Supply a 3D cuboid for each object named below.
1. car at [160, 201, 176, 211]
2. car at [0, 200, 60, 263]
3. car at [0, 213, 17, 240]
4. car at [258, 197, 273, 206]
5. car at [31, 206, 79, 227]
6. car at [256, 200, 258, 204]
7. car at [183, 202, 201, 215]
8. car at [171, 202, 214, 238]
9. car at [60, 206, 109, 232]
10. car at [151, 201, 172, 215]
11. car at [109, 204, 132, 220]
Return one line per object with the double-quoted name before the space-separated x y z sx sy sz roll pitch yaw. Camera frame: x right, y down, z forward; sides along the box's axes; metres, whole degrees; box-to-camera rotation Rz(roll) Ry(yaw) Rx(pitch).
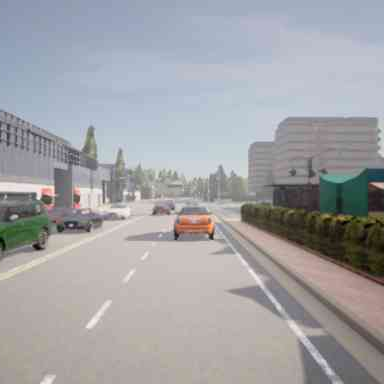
"car" -3.494 2.057 49.207 1.994 1.385 4.181 0 -1 0
"car" -7.096 1.343 12.045 2.150 2.045 5.566 0 -1 1
"car" -10.586 1.762 15.977 1.895 1.301 4.718 0 -1 0
"car" 14.286 1.744 58.590 3.866 1.878 1.905 0 -1 -2
"car" -10.547 1.824 25.926 1.994 1.385 4.181 0 -1 0
"car" 14.266 1.770 61.484 4.605 1.855 1.932 0 -1 -2
"car" 0.020 1.957 40.815 2.033 1.411 5.357 0 -1 0
"car" 0.099 1.543 18.955 2.097 1.767 4.553 0 -1 0
"car" -7.073 1.780 21.447 1.994 1.385 4.181 0 -1 0
"car" -3.502 1.913 38.632 1.812 1.442 4.674 0 -1 0
"car" -7.002 1.845 31.772 1.812 1.442 4.674 0 -1 0
